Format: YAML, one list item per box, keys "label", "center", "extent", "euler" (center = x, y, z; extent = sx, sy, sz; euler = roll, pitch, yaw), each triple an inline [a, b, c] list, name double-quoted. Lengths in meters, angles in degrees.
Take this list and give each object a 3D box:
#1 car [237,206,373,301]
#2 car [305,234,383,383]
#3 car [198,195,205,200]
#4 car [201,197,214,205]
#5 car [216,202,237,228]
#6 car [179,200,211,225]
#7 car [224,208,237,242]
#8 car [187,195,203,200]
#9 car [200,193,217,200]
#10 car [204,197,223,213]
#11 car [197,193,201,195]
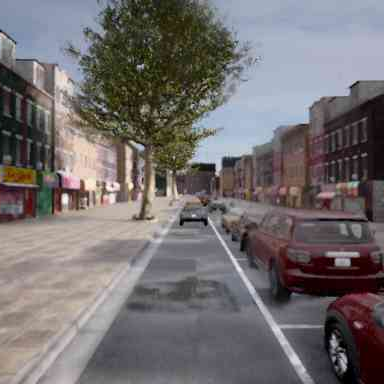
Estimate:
- label: "car"
  center: [2.649, 1.317, 8.238]
  extent: [2.192, 1.841, 5.009]
  euler: [1, 0, 0]
- label: "car"
  center: [2.647, 1.442, 2.697]
  extent: [1.967, 1.590, 4.097]
  euler: [1, 0, 0]
- label: "car"
  center: [2.654, 1.424, 91.355]
  extent: [1.887, 1.381, 4.507]
  euler: [1, 0, 0]
- label: "car"
  center: [2.651, 1.510, 58.110]
  extent: [1.947, 1.339, 4.313]
  euler: [1, 0, 0]
- label: "car"
  center: [2.648, 1.526, 19.491]
  extent: [1.752, 1.417, 4.829]
  euler: [1, 0, 0]
- label: "car"
  center: [0.103, 1.560, 24.265]
  extent: [1.994, 1.385, 4.181]
  euler: [0, 0, 0]
- label: "car"
  center: [2.646, 1.568, 13.780]
  extent: [1.947, 1.339, 4.313]
  euler: [1, 0, 0]
- label: "car"
  center: [0.101, 1.453, 41.056]
  extent: [1.882, 1.535, 5.008]
  euler: [0, 0, 0]
- label: "car"
  center: [2.654, 1.280, 47.027]
  extent: [2.192, 1.841, 5.009]
  euler: [1, 0, 0]
- label: "car"
  center: [2.649, 1.535, 35.946]
  extent: [2.008, 1.369, 4.403]
  euler: [1, 0, 0]
- label: "car"
  center: [2.655, 1.249, 63.650]
  extent: [2.192, 1.841, 5.009]
  euler: [1, 0, 0]
